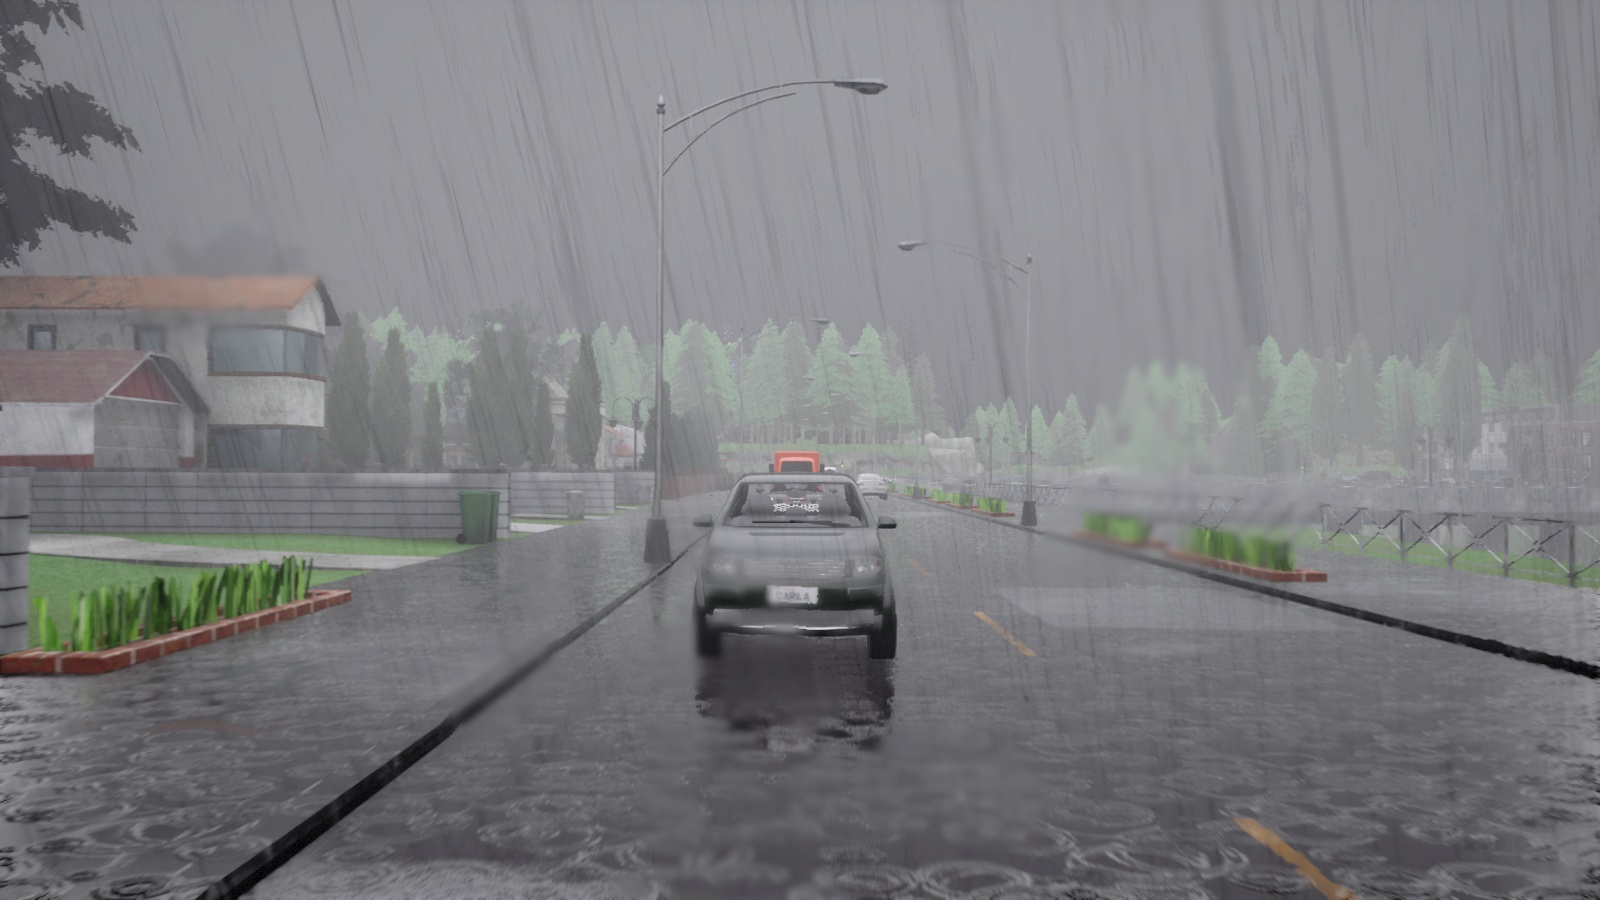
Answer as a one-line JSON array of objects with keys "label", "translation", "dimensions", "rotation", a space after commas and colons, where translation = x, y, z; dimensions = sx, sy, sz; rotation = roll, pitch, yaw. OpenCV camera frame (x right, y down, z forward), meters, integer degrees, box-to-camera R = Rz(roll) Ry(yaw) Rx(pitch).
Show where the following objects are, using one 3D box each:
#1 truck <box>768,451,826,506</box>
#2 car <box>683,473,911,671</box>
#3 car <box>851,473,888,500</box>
[{"label": "truck", "translation": [-0.140, 1.312, 58.770], "dimensions": [2.627, 2.467, 5.204], "rotation": [0, -1, 0]}, {"label": "car", "translation": [-0.028, 0.990, 11.732], "dimensions": [1.789, 1.549, 3.705], "rotation": [0, -1, 0]}, {"label": "car", "translation": [3.836, 1.997, 70.032], "dimensions": [1.812, 1.442, 4.674], "rotation": [0, -1, 0]}]
